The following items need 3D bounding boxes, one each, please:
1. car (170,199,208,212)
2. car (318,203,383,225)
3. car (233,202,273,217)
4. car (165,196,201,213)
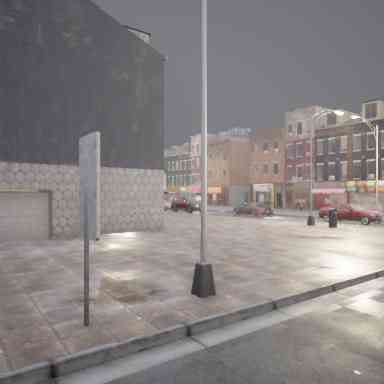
[{"bbox_3d":[-0.479,1.668,41.592,2.033,1.411,5.357,0,0,-35],"label":"car"},{"bbox_3d":[11.665,1.572,24.565,1.812,1.442,4.674,0,0,-36],"label":"car"},{"bbox_3d":[5.938,1.644,32.609,1.994,1.385,4.181,0,0,-34],"label":"car"},{"bbox_3d":[-0.477,1.413,37.201,2.192,1.841,5.009,0,0,-36],"label":"car"}]
